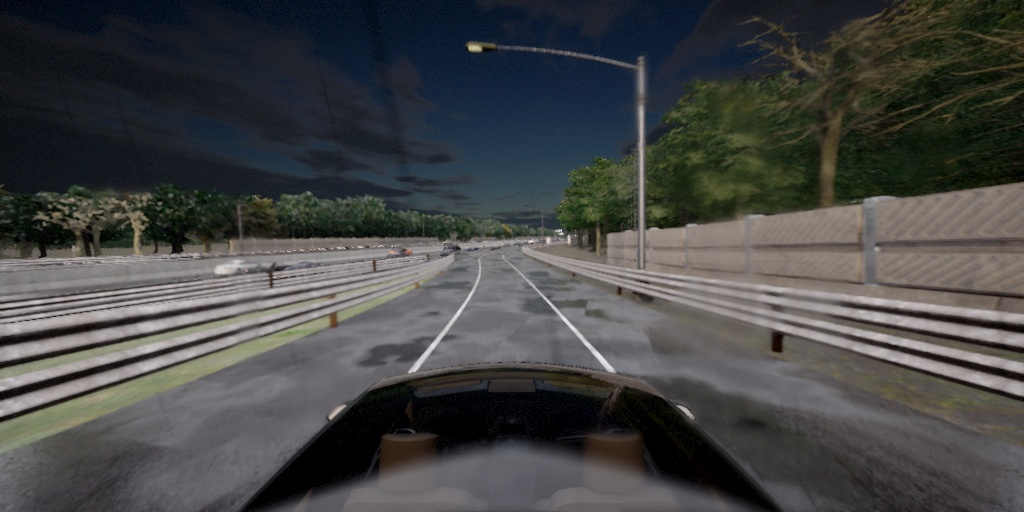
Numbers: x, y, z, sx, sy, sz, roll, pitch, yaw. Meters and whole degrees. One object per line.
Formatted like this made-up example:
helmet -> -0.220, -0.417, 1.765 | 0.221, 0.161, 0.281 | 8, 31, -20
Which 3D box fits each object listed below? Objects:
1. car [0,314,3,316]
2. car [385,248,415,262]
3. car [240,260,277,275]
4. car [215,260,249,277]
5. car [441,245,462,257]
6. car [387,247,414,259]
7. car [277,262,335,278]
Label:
car -> -21.858, 2.280, 12.462 | 1.895, 1.301, 4.718 | 0, 3, 14
car -> -15.849, -0.004, 51.007 | 2.033, 1.411, 5.357 | 0, 3, 14
car -> -20.689, 1.190, 31.604 | 1.895, 1.301, 4.718 | 0, 3, 14
car -> -24.093, 1.099, 32.420 | 1.812, 1.442, 4.674 | 0, 3, 14
car -> -10.036, -0.546, 59.844 | 2.033, 1.411, 5.357 | 0, 3, 14
car -> -17.807, -0.552, 57.614 | 2.097, 1.767, 4.553 | 0, 3, 14
car -> -17.300, 1.173, 30.728 | 1.994, 1.385, 4.181 | 0, 3, 14
